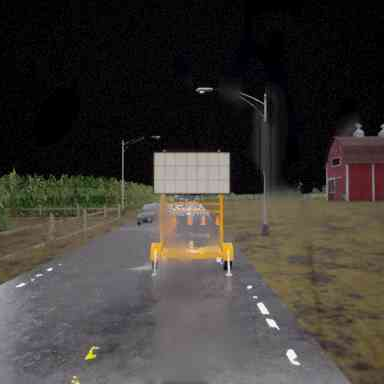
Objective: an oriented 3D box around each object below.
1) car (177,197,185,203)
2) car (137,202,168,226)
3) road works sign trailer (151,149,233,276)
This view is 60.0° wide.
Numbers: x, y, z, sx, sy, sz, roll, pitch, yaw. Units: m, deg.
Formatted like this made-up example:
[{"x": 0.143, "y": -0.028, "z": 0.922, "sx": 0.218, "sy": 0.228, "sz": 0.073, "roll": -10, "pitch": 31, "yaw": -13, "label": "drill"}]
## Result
[{"x": -2.862, "y": 2.152, "z": 87.226, "sx": 1.837, "sy": 1.490, "sz": 4.892, "roll": 0, "pitch": -1, "yaw": 0, "label": "car"}, {"x": -2.779, "y": 1.548, "z": 24.041, "sx": 1.837, "sy": 1.490, "sz": 4.892, "roll": 0, "pitch": 0, "yaw": 0, "label": "car"}, {"x": -0.007, "y": 0.477, "z": 10.382, "sx": 2.380, "sy": 3.560, "sz": 2.880, "roll": 0, "pitch": 0, "yaw": 0, "label": "road works sign trailer"}]
